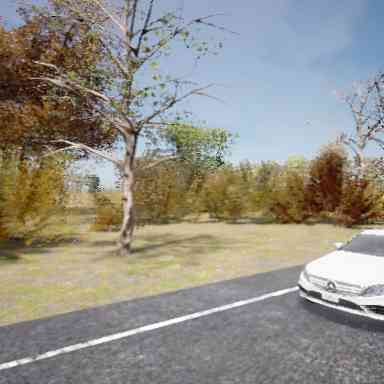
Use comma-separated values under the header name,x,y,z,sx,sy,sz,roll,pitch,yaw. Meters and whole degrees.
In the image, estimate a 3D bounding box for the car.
name,x,y,z,sx,sy,sz,roll,pitch,yaw
car,4.249,1.525,7.030,4.674,1.442,1.812,0,0,-36
